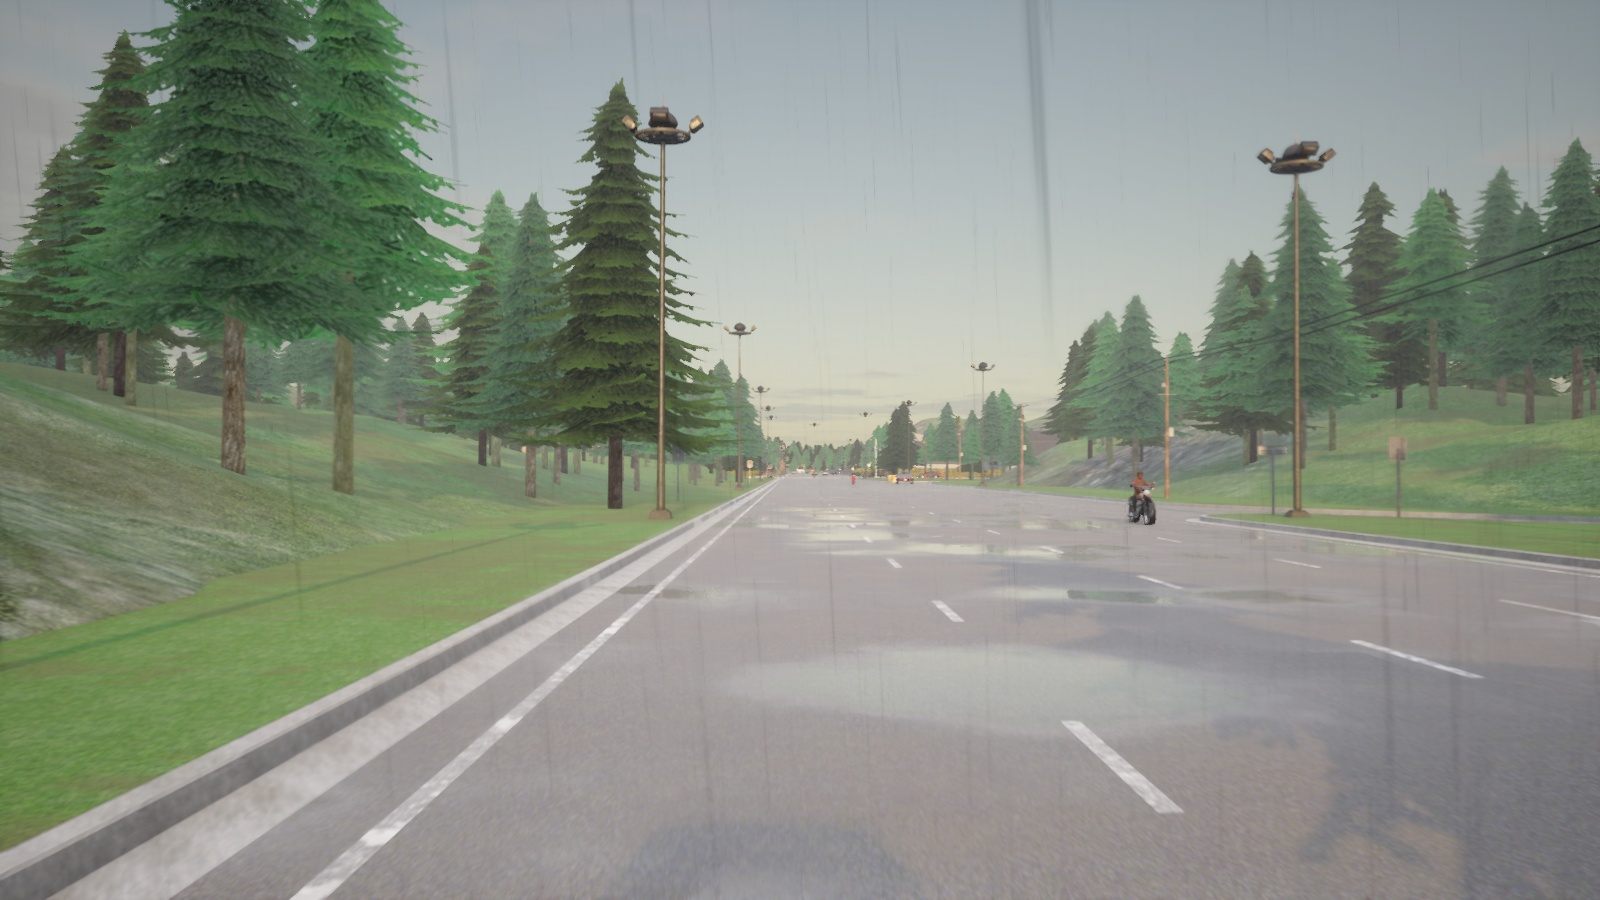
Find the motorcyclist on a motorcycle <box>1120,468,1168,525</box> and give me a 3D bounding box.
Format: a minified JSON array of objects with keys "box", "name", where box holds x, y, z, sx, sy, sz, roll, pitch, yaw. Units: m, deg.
[{"box":[10.250,1.351,37.537,0.766,1.649,2.350,0,-1,0],"name":"motorcyclist on a motorcycle"}]
